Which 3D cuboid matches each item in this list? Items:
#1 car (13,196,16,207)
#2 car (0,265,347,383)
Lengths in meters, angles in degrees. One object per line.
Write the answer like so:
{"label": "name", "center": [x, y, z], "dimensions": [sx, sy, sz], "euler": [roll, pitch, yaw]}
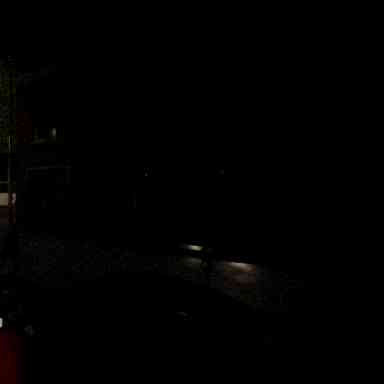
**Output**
{"label": "car", "center": [-17.757, 0.750, 38.317], "dimensions": [2.150, 2.045, 5.566], "euler": [1, 1, 35]}
{"label": "car", "center": [-0.837, 1.521, 3.406], "dimensions": [4.507, 1.381, 1.887], "euler": [1, 0, 35]}
